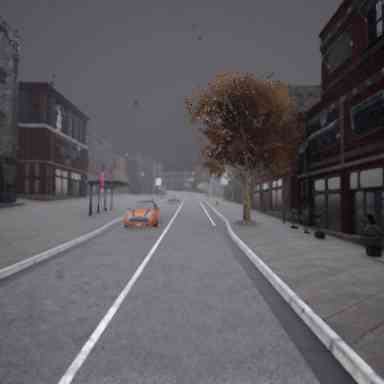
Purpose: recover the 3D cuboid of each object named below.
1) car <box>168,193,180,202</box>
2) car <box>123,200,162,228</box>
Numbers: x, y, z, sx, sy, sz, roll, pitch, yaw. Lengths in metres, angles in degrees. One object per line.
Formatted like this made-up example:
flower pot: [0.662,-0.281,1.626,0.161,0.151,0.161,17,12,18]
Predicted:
car: [-3.480,1.078,64.494,2.097,1.767,4.553,0,0,0]
car: [-3.230,1.388,22.422,2.097,1.767,4.553,0,0,0]
